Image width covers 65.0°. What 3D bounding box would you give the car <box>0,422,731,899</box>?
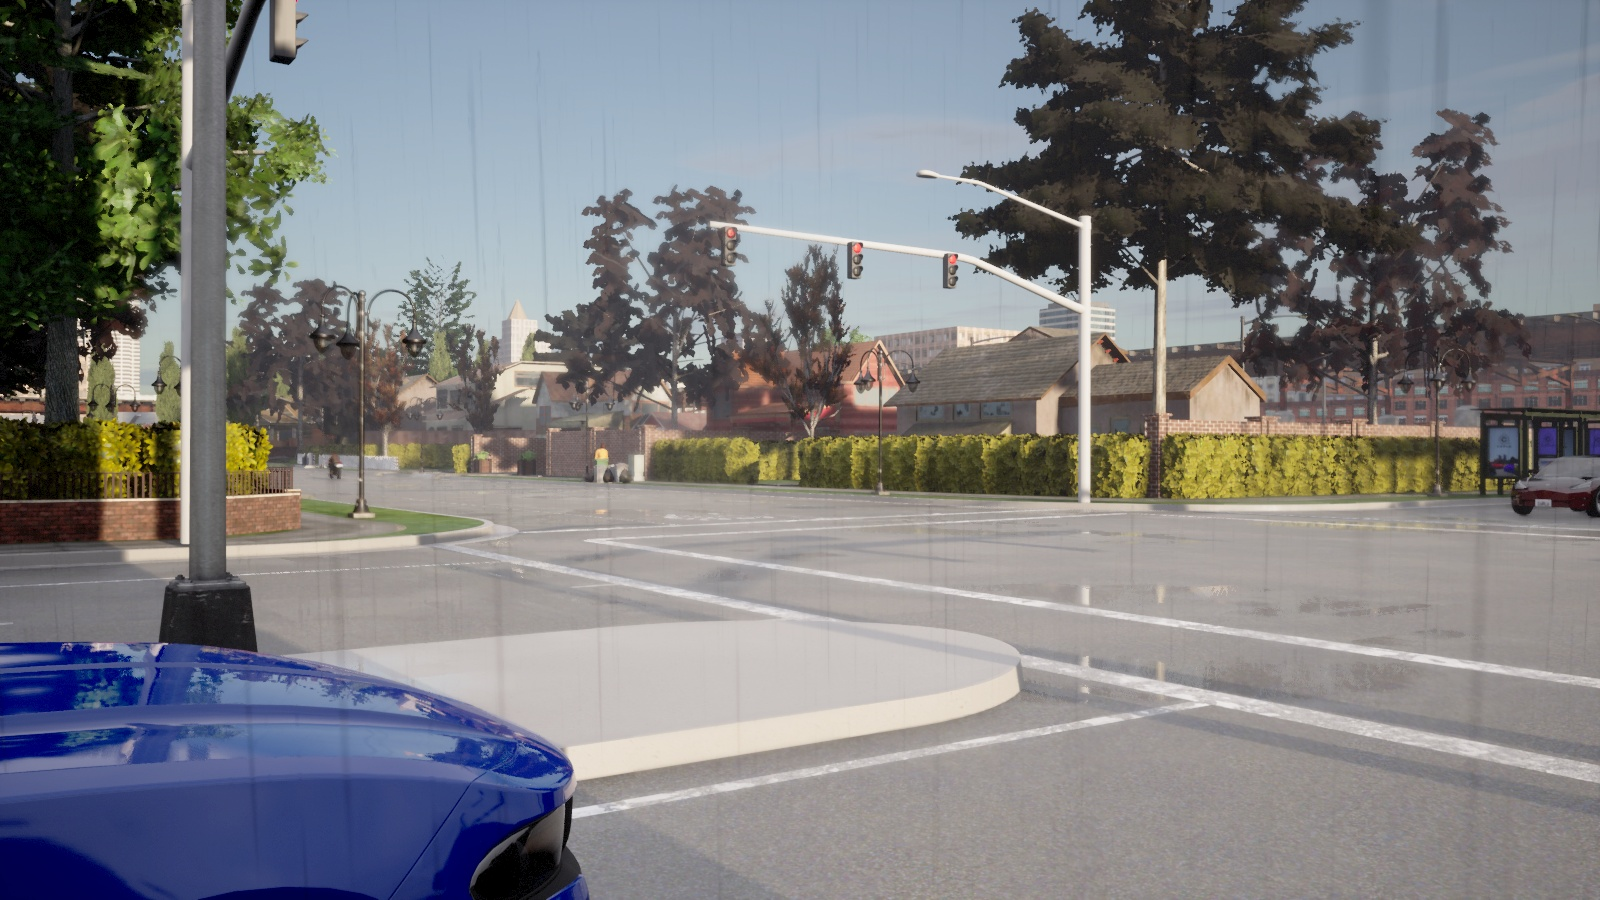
[{"bbox_3d":[-2.727,0.733,1.760,5.008,1.535,1.882,0,0,-35],"label":"car"}]

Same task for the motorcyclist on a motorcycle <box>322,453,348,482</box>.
[{"bbox_3d":[-25.044,0.943,67.575,0.797,1.523,2.044,0,0,-35],"label":"motorcyclist on a motorcycle"}]

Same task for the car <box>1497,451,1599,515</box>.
[{"bbox_3d":[19.779,0.779,31.474,4.792,1.488,2.163,0,0,-35],"label":"car"}]
